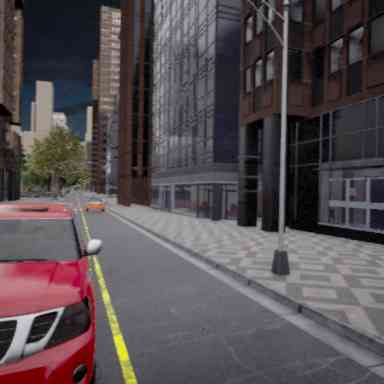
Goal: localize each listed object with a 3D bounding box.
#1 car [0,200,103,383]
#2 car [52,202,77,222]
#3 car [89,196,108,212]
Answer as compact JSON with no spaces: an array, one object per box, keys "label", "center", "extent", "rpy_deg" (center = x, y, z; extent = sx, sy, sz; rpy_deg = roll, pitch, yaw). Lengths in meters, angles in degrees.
[{"label":"car","center":[-2.715,1.232,5.194],"extent":[2.150,2.045,5.566],"rpy_deg":[1,-1,-19]},{"label":"car","center":[-10.895,1.625,28.622],"extent":[1.812,1.442,4.674],"rpy_deg":[1,0,-19]},{"label":"car","center":[-12.228,1.535,41.871],"extent":[2.097,1.767,4.553],"rpy_deg":[1,-1,-19]}]
